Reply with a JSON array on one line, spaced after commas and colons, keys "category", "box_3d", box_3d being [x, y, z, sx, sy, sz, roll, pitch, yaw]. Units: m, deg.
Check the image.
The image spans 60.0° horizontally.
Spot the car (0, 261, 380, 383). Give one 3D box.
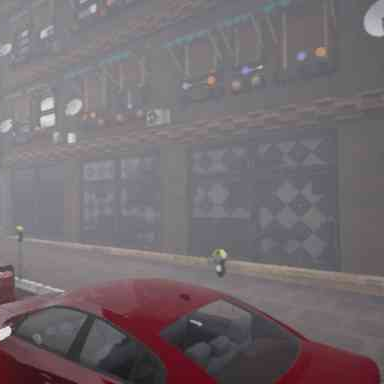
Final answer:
[{"category": "car", "box_3d": [-0.678, 1.542, 3.226, 4.507, 1.381, 1.887, 0, -1, 35]}]
